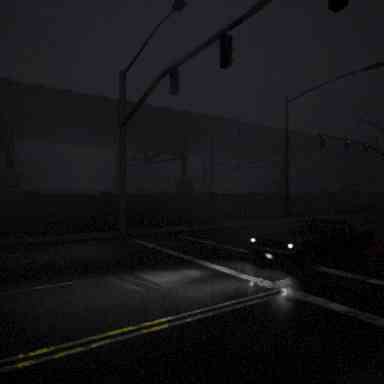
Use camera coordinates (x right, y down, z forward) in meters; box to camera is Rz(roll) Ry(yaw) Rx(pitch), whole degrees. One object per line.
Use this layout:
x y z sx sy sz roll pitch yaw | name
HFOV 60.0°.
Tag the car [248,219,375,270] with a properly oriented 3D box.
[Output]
4.103 1.601 11.205 4.718 1.301 1.895 0 0 -35 | car
